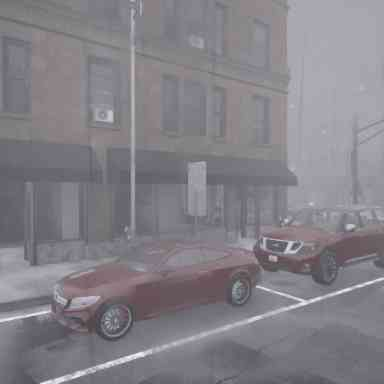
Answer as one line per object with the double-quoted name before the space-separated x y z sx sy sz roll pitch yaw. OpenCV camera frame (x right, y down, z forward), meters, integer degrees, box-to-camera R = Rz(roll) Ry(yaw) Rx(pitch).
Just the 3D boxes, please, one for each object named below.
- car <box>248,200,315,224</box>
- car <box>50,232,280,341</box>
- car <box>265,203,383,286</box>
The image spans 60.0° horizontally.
"car" 6.844 1.487 25.904 1.882 1.535 5.008 0 0 -35
"car" -0.461 1.582 6.435 4.206 1.307 1.802 0 0 -35
"car" 4.038 1.315 9.639 5.009 1.841 2.192 0 0 -35
